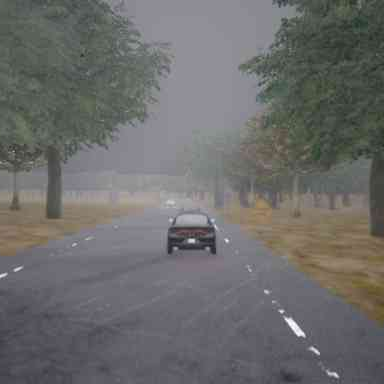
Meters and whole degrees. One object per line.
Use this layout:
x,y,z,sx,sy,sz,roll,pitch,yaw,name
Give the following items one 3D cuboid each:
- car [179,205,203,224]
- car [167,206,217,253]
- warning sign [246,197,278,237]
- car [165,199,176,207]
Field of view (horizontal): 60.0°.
-0.110,1.847,28.295,1.895,1.301,4.718,0,-1,0,car
-0.006,1.598,14.299,1.882,1.535,5.008,0,0,0,car
3.552,1.261,17.018,1.300,1.860,1.060,3,2,0,warning sign
-4.216,2.164,65.517,1.812,1.442,4.674,0,-1,-1,car
